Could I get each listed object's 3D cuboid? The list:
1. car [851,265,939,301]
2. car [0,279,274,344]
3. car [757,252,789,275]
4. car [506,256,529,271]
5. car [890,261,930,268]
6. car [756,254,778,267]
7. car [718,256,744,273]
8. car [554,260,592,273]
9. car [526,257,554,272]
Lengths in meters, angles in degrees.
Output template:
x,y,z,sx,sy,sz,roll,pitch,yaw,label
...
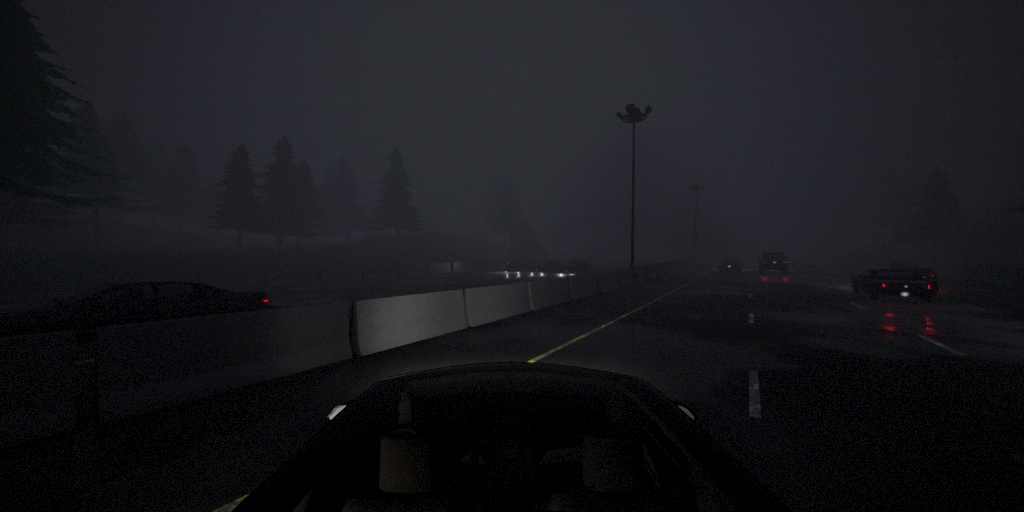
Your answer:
x,y,z,sx,sy,sz,roll,pitch,yaw,label
17.545,1.262,16.734,1.895,1.301,4.718,0,1,33,car
-8.998,1.291,8.661,2.033,1.411,5.357,0,0,33,car
24.973,0.627,34.333,2.150,2.045,5.566,0,1,33,car
1.197,0.841,42.971,2.097,1.767,4.553,0,1,33,car
26.672,1.056,24.205,1.812,1.442,4.674,0,1,33,car
33.191,0.582,46.766,2.128,1.511,4.902,0,1,33,car
22.424,0.955,36.827,1.994,1.385,4.181,0,1,34,car
7.023,1.105,39.091,2.033,1.411,5.357,0,1,33,car
4.102,1.091,41.020,2.033,1.411,5.357,0,1,33,car
